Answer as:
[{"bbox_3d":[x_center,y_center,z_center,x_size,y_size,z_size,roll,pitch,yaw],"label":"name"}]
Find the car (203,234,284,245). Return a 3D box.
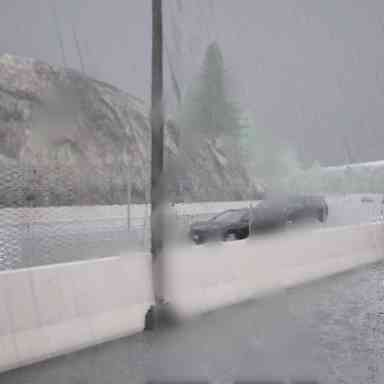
[{"bbox_3d":[2.117,1.486,14.551,5.008,1.535,1.882,0,0,-39],"label":"car"}]
